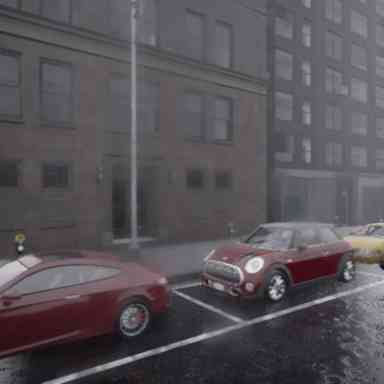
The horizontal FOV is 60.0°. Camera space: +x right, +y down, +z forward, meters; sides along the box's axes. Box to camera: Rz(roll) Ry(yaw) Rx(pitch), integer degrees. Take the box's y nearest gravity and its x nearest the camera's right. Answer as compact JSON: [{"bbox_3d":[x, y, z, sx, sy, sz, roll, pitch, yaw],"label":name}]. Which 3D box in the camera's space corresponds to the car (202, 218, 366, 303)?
[{"bbox_3d":[2.201,1.500,8.231,4.097,1.590,1.967,1,-1,-35],"label":"car"}]

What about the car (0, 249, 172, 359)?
[{"bbox_3d":[-2.281,1.591,5.032,4.206,1.307,1.802,1,-1,-35],"label":"car"}]

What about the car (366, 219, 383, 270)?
[{"bbox_3d":[6.543,1.635,11.326,4.829,1.417,1.752,1,-1,-35],"label":"car"}]
